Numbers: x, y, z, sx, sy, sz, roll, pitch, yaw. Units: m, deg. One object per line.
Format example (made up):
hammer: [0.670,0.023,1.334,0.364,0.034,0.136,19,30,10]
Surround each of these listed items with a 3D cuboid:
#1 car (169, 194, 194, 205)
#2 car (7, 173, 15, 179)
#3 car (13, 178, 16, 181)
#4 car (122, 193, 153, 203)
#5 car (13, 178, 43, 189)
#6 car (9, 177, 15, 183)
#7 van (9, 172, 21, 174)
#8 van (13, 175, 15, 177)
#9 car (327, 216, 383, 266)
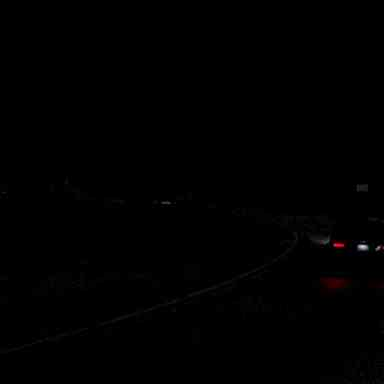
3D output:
car: [-0.985,0.974,44.856,4.674,1.442,1.812,3,1,35]
car: [-39.871,-2.781,79.120,2.435,2.045,5.566,7,5,38]
car: [-35.087,-1.675,71.427,2.002,1.452,4.674,7,5,38]
car: [-7.296,0.779,44.591,4.181,1.385,1.994,3,1,24]
car: [-33.500,-1.442,68.841,2.231,1.521,4.892,6,5,38]
car: [-36.795,-1.986,73.857,1.946,1.575,5.366,7,5,38]
van: [-43.119,-3.298,84.214,1.878,1.987,4.442,7,5,38]
van: [-38.194,-2.487,76.661,1.878,1.987,4.442,6,5,38]
car: [5.628,1.533,11.240,2.033,1.411,5.357,0,0,24]
